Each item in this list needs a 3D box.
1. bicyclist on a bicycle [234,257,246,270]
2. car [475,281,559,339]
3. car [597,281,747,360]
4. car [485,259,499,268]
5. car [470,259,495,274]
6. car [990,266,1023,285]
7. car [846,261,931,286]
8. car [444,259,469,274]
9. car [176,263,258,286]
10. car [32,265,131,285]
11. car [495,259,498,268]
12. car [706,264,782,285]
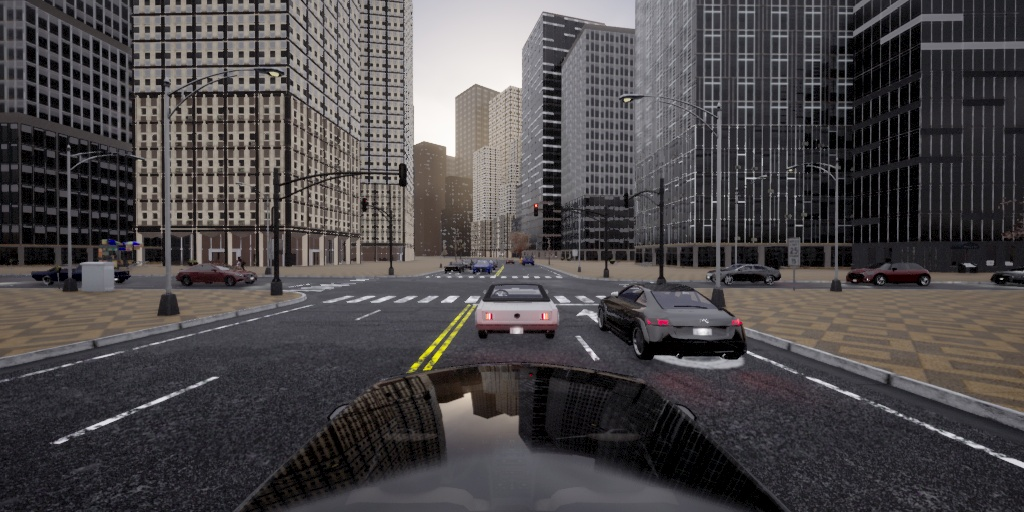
[{"bbox_3d":[-24.665,0.872,32.554,0.582,1.620,1.656,0,1,1],"label":"bicyclist on a bicycle"},{"bbox_3d":[0.111,1.348,10.078,1.895,1.301,4.718,0,0,0],"label":"car"},{"bbox_3d":[3.364,1.312,8.361,1.994,1.385,4.181,0,0,0],"label":"car"},{"bbox_3d":[-3.271,1.231,60.410,2.033,1.411,5.357,0,0,0],"label":"car"},{"bbox_3d":[-3.296,1.199,40.688,1.882,1.535,5.008,0,0,0],"label":"car"},{"bbox_3d":[37.650,1.411,25.735,4.892,1.490,1.837,1,0,1],"label":"car"},{"bbox_3d":[27.127,1.209,25.977,4.553,1.767,2.097,0,0,1],"label":"car"},{"bbox_3d":[-6.547,1.321,41.361,1.895,1.301,4.718,0,0,0],"label":"car"},{"bbox_3d":[-19.456,1.195,23.683,4.674,1.442,1.812,0,0,1],"label":"car"},{"bbox_3d":[-28.565,1.227,23.925,4.718,1.301,1.895,0,0,1],"label":"car"},{"bbox_3d":[-3.282,1.230,50.032,1.812,1.442,4.674,0,0,0],"label":"car"},{"bbox_3d":[16.849,1.302,26.211,4.902,1.511,2.128,0,0,1],"label":"car"}]
